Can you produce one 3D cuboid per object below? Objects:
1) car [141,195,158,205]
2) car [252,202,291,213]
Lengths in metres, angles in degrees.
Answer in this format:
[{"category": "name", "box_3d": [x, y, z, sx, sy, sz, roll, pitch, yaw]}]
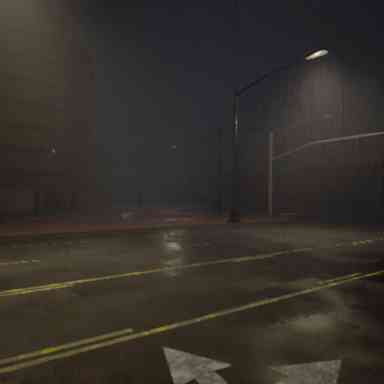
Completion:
[{"category": "car", "box_3d": [-9.253, 1.664, 70.573, 2.150, 2.045, 5.566, 1, -1, -36]}, {"category": "car", "box_3d": [10.224, 1.987, 43.449, 2.033, 1.411, 5.357, 1, -1, -36]}]
